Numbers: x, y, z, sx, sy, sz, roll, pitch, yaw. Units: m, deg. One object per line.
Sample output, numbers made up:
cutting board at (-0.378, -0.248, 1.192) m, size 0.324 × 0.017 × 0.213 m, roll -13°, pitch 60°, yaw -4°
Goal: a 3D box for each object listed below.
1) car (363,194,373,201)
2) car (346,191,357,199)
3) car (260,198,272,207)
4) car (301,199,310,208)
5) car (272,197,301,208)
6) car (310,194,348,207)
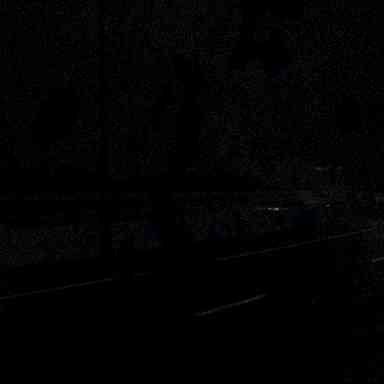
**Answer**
car at (37.498, 1.087, 70.847) m, size 2.033 × 1.411 × 5.357 m, roll -1°, pitch 0°, yaw 29°
car at (37.692, 0.699, 78.473) m, size 2.150 × 2.045 × 5.566 m, roll -1°, pitch 0°, yaw 29°
car at (11.834, 1.513, 49.452) m, size 1.895 × 1.301 × 4.718 m, roll -1°, pitch 0°, yaw 38°
car at (16.520, 1.355, 44.085) m, size 1.812 × 1.442 × 4.674 m, roll -1°, pitch 0°, yaw 39°
car at (13.471, 1.427, 45.836) m, size 2.033 × 1.411 × 5.357 m, roll -1°, pitch 0°, yaw 39°
car at (15.496, 1.311, 37.381) m, size 1.882 × 1.535 × 5.008 m, roll -1°, pitch 0°, yaw 41°
